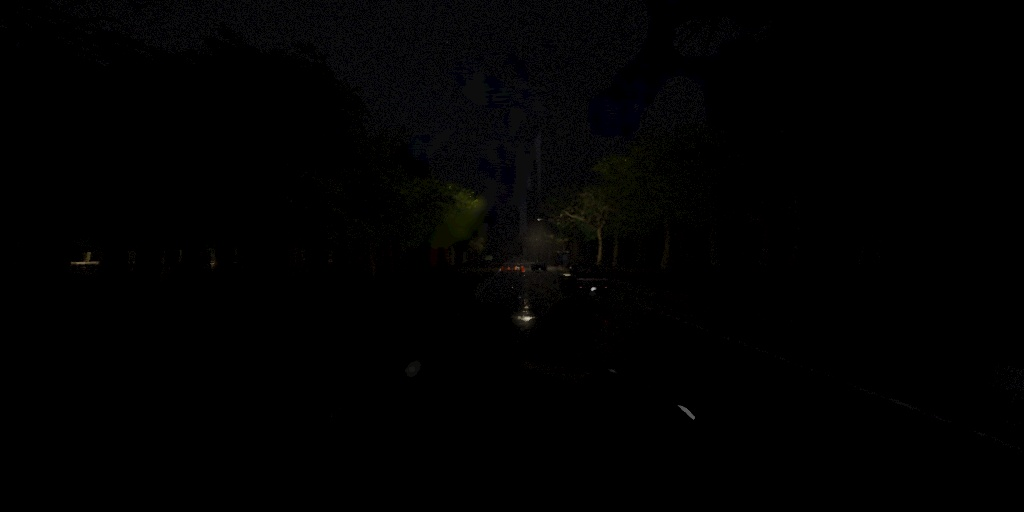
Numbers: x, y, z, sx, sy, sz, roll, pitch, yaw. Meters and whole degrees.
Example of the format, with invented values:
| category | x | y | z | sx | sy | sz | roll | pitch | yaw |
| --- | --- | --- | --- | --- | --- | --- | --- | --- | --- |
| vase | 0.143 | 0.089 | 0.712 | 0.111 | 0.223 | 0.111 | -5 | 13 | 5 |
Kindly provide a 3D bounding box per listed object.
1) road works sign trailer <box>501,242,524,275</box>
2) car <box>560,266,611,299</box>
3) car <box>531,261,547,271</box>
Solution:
| category | x | y | z | sx | sy | sz | roll | pitch | yaw |
| --- | --- | --- | --- | --- | --- | --- | --- | --- | --- |
| road works sign trailer | 0.011 | 0.245 | 40.383 | 2.380 | 3.560 | 2.880 | 0 | 0 | 0 |
| car | 3.606 | 1.247 | 18.275 | 2.128 | 1.511 | 4.902 | 0 | 0 | 0 |
| car | 3.615 | 1.397 | 49.207 | 1.895 | 1.301 | 4.718 | 0 | 0 | 0 |
